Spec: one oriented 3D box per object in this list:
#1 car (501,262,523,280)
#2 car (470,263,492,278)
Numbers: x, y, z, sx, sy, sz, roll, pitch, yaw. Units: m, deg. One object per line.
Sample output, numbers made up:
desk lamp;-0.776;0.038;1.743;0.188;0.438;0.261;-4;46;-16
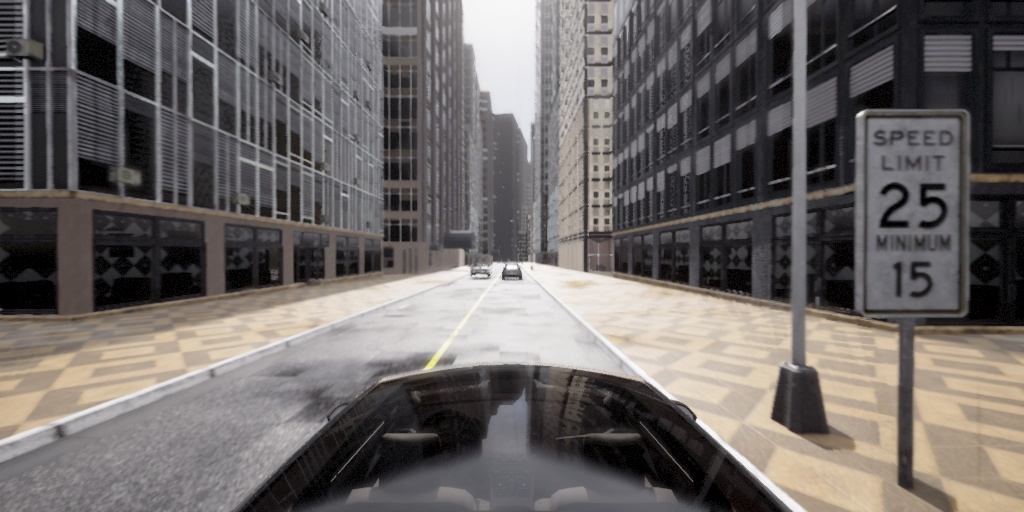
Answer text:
car;0.008;1.499;34.492;1.994;1.385;4.181;0;0;0
car;-2.998;1.341;35.430;1.895;1.301;4.718;0;0;0
